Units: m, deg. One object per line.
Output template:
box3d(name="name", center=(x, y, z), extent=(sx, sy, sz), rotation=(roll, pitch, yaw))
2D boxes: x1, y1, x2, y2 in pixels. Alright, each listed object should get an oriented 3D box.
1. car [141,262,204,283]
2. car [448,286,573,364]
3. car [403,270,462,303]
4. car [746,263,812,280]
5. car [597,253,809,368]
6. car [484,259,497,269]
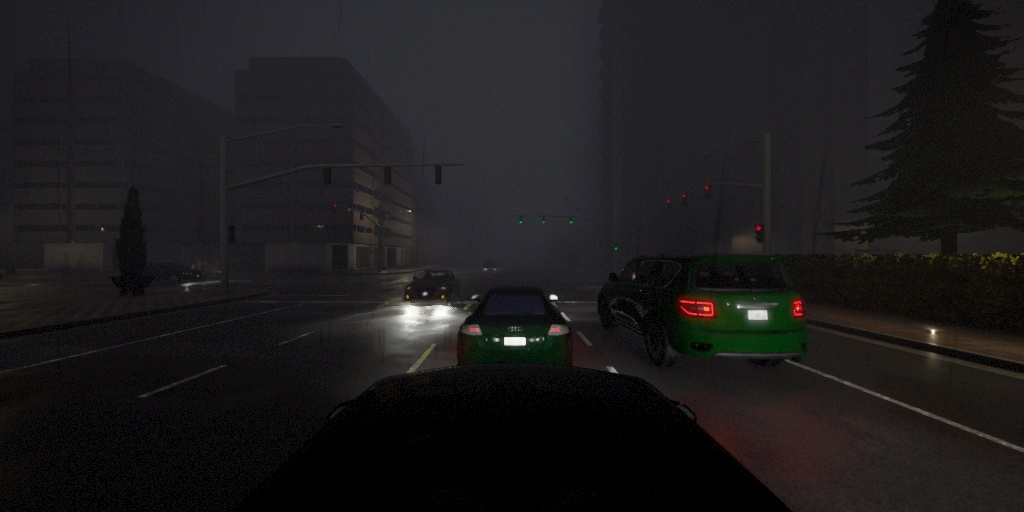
box3d(name="car", center=(-26.577, 1.254, 27.596), extent=(4.892, 1.490, 1.837), rotation=(0, 0, 1))
box3d(name="car", center=(0.061, 1.314, 7.665), extent=(1.994, 1.385, 4.181), rotation=(0, 0, 0))
box3d(name="car", center=(-3.502, 1.327, 16.446), extent=(1.994, 1.385, 4.181), rotation=(0, 0, 0))
box3d(name="car", center=(22.860, 1.314, 30.805), extent=(4.181, 1.385, 1.994), rotation=(0, 0, 1))
box3d(name="car", center=(3.588, 0.972, 8.022), extent=(2.150, 2.045, 5.566), rotation=(0, 0, -2))
box3d(name="car", center=(-3.510, 1.273, 58.480), extent=(1.882, 1.535, 5.008), rotation=(0, 1, 0))
